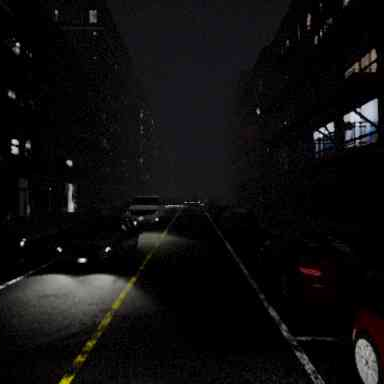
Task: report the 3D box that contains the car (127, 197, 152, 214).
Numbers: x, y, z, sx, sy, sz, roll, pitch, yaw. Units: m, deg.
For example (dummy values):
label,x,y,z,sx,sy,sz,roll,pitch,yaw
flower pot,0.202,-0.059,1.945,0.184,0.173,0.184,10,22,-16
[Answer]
label,x,y,z,sx,sy,sz,roll,pitch,yaw
car,-5.645,1.429,36.287,1.967,1.590,4.097,1,0,0

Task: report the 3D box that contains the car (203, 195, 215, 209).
label,x,y,z,sx,sy,sz,roll,pitch,yaw
car,2.740,1.430,41.900,1.967,1.590,4.097,1,0,0

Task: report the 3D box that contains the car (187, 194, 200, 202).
label,x,y,z,sx,sy,sz,roll,pitch,yaw
car,0.061,1.355,68.495,1.994,1.385,4.181,0,0,0

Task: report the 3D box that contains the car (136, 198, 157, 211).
label,x,y,z,sx,sy,sz,roll,pitch,yaw
car,-5.642,1.539,41.948,2.008,1.369,4.403,1,0,0

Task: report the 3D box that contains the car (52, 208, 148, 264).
label,x,y,z,sx,sy,sz,roll,pitch,yaw
car,-3.086,1.543,12.039,2.033,1.411,5.357,0,0,0

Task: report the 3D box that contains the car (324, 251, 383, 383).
label,x,y,z,sx,sy,sz,roll,pitch,yaw
car,2.777,1.545,2.271,1.887,1.381,4.507,1,0,0

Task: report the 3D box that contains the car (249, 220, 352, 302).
label,x,y,z,sx,sy,sz,roll,pitch,yaw
car,2.710,1.580,7.932,1.802,1.307,4.206,1,0,0

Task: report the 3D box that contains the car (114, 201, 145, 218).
label,x,y,z,sx,sy,sz,roll,pitch,yaw
car,-5.652,1.556,30.625,1.947,1.339,4.313,1,0,0

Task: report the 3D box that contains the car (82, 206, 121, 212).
label,x,y,z,sx,sy,sz,roll,pitch,yaw
car,-5.663,1.576,19.302,1.802,1.307,4.206,1,0,0

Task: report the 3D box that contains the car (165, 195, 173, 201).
label,x,y,z,sx,sy,sz,roll,pitch,yaw
car,-5.606,1.511,81.409,1.752,1.417,4.829,1,0,0

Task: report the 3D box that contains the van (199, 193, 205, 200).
label,x,y,z,sx,sy,sz,roll,pitch,yaw
van,2.787,1.330,92.855,1.690,1.788,3.998,1,0,0

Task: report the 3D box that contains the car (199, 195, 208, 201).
label,x,y,z,sx,sy,sz,roll,pitch,yaw
car,2.774,1.538,81.532,2.008,1.369,4.403,1,0,0

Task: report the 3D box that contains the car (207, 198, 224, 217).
label,x,y,z,sx,sy,sz,roll,pitch,yaw
car,2.728,1.543,30.577,2.008,1.369,4.403,1,0,0

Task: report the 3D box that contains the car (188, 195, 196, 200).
label,x,y,z,sx,sy,sz,roll,pitch,yaw
car,0.075,1.397,84.158,1.895,1.301,4.718,0,0,0

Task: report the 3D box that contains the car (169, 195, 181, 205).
label,x,y,z,sx,sy,sz,roll,pitch,yaw
car,-3.001,1.551,56.971,1.994,1.385,4.181,0,0,1

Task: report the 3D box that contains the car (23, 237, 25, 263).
label,x,y,z,sx,sy,sz,roll,pitch,yaw
car,-5.674,1.563,7.982,1.947,1.339,4.313,1,0,0

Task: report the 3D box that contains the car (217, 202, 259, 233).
label,x,y,z,sx,sy,sz,roll,pitch,yaw
car,2.718,1.540,19.253,1.887,1.381,4.507,1,0,0

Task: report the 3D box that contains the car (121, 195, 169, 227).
label,x,y,z,sx,sy,sz,roll,pitch,yaw
car,-3.025,1.213,22.749,2.150,2.045,5.566,0,0,0

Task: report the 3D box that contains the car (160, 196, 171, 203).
label,x,y,z,sx,sy,sz,roll,pitch,yaw
car,-5.616,1.531,70.257,1.887,1.381,4.507,1,0,0

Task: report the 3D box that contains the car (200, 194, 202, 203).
label,x,y,z,sx,sy,sz,roll,pitch,yaw
car,2.766,1.428,70.209,1.967,1.590,4.097,1,0,0

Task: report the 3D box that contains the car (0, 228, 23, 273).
label,x,y,z,sx,sy,sz,roll,pitch,yaw
car,-3.099,1.223,1.137,2.150,2.045,5.566,0,0,0

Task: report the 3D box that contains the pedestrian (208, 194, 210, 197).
label,x,y,z,sx,sy,sz,roll,pitch,yaw
pedestrian,3.052,1.283,58.648,0.375,1.860,0.375,1,-1,-3

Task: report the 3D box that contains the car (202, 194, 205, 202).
label,x,y,z,sx,sy,sz,roll,pitch,yaw
car,3.049,1.444,55.640,1.801,1.575,5.366,0,0,0

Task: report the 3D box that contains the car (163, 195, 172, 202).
label,x,y,z,sx,sy,sz,roll,pitch,yaw
car,-5.610,1.512,75.748,1.752,1.417,4.829,1,0,0

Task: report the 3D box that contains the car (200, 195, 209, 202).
label,x,y,z,sx,sy,sz,roll,pitch,yaw
car,2.771,1.428,75.870,1.967,1.590,4.097,1,0,0
